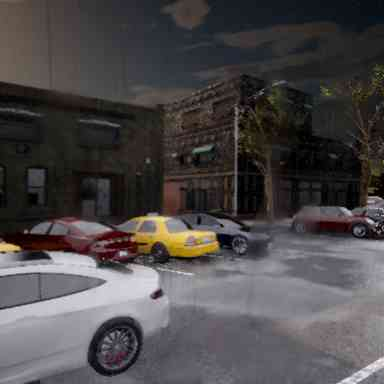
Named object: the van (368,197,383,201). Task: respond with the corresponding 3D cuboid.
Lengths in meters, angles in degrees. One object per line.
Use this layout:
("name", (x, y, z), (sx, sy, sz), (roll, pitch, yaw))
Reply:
("van", (15.287, 1.542, 24.128), (4.442, 1.987, 1.878), (-1, -1, 35))

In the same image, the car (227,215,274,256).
("car", (0.958, 1.609, 13.744), (4.792, 1.488, 2.163), (-1, -1, 34))

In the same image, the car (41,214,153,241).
("car", (-3.883, 1.517, 10.321), (5.008, 1.535, 2.097), (-1, -1, 34))

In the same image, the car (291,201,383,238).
("car", (8.134, 1.549, 18.928), (4.553, 1.767, 2.185), (-1, -1, 35))

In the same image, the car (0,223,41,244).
("car", (-6.452, 1.484, 8.699), (5.366, 1.575, 1.946), (-1, -1, 35))

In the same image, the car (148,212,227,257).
("car", (-1.634, 1.547, 12.134), (5.366, 1.575, 1.946), (-1, -1, 35))

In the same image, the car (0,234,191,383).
("car", (-2.477, 1.529, 4.077), (4.674, 1.442, 1.812), (1, 0, -35))

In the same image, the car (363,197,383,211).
("car", (29.199, 1.810, 53.170), (2.435, 2.045, 5.566), (0, 0, 36))
